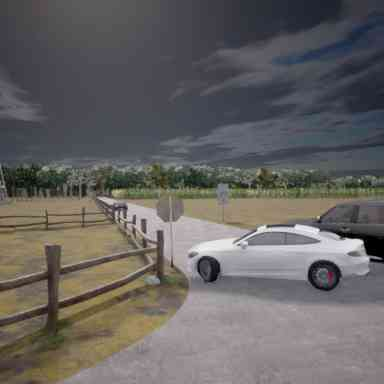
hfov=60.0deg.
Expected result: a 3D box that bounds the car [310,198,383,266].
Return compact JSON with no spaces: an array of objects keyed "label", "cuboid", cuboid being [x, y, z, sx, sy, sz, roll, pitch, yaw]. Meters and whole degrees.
[{"label":"car","cuboid":[5.099,1.220,9.766,2.150,2.045,5.566,-2,0,-39]}]

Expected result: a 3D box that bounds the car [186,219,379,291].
[{"label":"car","cuboid":[2.145,1.612,8.974,4.674,1.442,1.812,-2,0,20]}]

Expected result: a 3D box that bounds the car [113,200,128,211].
[{"label":"car","cuboid":[-10.711,1.967,49.475,2.033,1.411,5.357,-2,0,-17]}]
